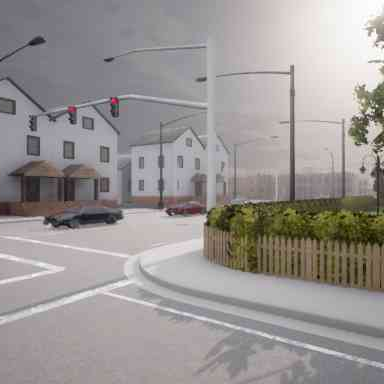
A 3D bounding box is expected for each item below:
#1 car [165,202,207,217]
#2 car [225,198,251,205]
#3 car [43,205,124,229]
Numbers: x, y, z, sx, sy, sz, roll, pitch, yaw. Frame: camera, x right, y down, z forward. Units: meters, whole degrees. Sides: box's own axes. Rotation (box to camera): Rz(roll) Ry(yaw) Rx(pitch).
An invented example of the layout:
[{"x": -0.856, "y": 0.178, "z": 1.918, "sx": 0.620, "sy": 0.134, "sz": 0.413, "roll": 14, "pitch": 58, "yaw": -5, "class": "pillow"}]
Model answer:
[{"x": -0.447, "y": 1.601, "z": 31.271, "sx": 1.895, "sy": 1.301, "sz": 4.718, "roll": 0, "pitch": 0, "yaw": 35, "class": "car"}, {"x": 5.657, "y": 1.505, "z": 40.106, "sx": 1.837, "sy": 1.490, "sz": 4.892, "roll": 0, "pitch": 0, "yaw": 35, "class": "car"}, {"x": -6.910, "y": 1.548, "z": 21.897, "sx": 2.033, "sy": 1.411, "sz": 5.357, "roll": 0, "pitch": 0, "yaw": 35, "class": "car"}]
